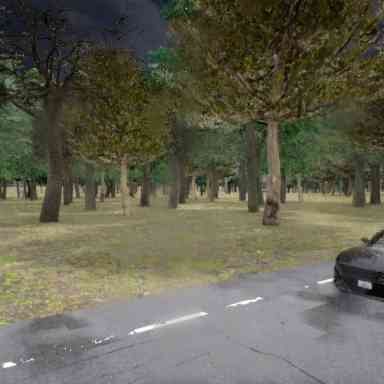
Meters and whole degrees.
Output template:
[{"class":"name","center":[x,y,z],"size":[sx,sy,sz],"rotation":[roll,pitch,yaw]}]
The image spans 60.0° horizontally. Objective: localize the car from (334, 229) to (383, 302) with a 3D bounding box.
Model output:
[{"class":"car","center":[5.321,1.501,7.779],"size":[5.008,1.535,1.882],"rotation":[0,0,-35]}]
